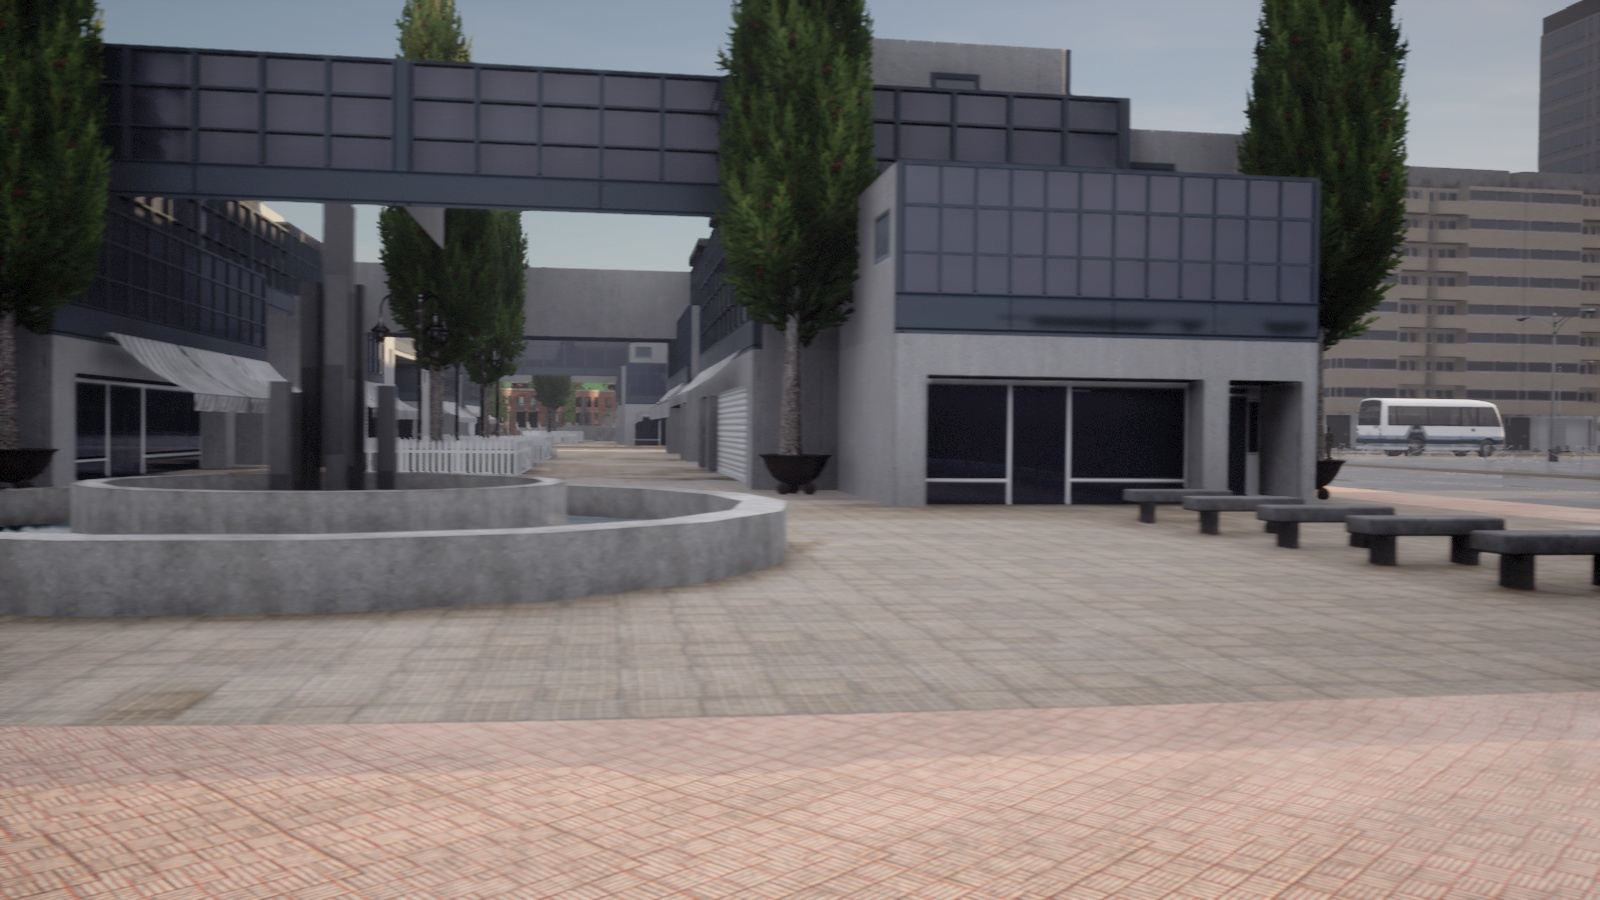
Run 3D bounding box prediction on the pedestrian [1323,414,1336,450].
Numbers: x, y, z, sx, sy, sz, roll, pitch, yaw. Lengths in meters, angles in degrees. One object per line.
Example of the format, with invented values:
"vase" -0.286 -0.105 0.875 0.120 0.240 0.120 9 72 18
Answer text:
"pedestrian" 28.405 -0.959 67.404 0.395 1.930 0.692 -1 1 2
